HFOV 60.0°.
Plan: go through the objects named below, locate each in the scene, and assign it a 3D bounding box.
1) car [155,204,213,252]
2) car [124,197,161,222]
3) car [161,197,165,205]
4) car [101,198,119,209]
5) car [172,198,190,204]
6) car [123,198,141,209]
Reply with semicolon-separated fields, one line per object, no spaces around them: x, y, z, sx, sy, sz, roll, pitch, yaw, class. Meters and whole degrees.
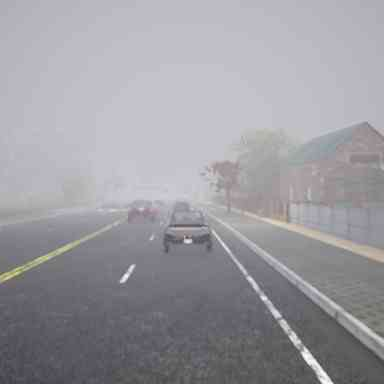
-0.201;1.499;14.005;2.128;1.511;4.902;0;0;-2;car
-3.921;1.390;27.212;2.097;1.767;4.553;0;0;-2;car
-5.571;1.590;55.396;1.812;1.442;4.674;0;0;-4;car
-11.614;1.631;47.287;1.812;1.442;4.674;0;0;-4;car
-1.283;1.530;39.575;1.837;1.490;4.892;0;0;-3;car
-8.338;1.645;46.864;1.994;1.385;4.181;0;0;-3;car
